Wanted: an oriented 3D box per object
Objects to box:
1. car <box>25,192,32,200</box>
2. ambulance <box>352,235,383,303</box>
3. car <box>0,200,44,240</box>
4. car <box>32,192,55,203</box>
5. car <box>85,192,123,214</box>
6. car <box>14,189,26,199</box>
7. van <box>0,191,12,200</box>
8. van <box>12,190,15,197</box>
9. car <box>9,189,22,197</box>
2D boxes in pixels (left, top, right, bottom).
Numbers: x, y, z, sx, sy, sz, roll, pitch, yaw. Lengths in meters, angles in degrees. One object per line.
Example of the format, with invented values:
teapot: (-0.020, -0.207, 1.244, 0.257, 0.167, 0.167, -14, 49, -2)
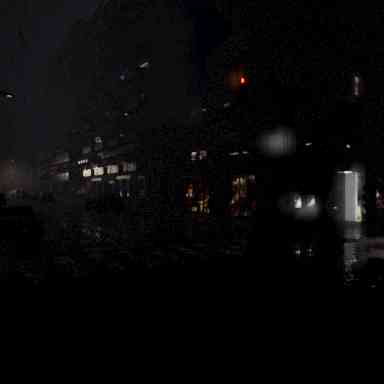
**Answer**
car: (-24.276, 0.746, 52.119, 1.947, 1.339, 4.313, 2, 0, -36)
ambulance: (6.016, 1.019, 5.332, 2.351, 2.431, 6.366, 0, 0, -36)
car: (-7.967, 1.259, 15.069, 1.887, 1.381, 4.507, 2, 0, -36)
car: (-20.971, 0.708, 47.526, 1.967, 1.590, 4.097, 2, 0, -36)
car: (-7.762, 0.934, 29.152, 2.192, 1.841, 5.009, 2, 0, -36)
car: (-30.977, 0.527, 61.444, 1.752, 1.417, 4.829, 2, 0, -36)
van: (-14.563, 0.880, 24.255, 1.690, 1.788, 3.998, 2, 0, -36)
van: (-34.174, 0.258, 65.899, 1.690, 1.788, 3.998, 2, 0, -36)
car: (-37.478, 0.269, 70.492, 1.967, 1.590, 4.097, 2, 0, -36)
